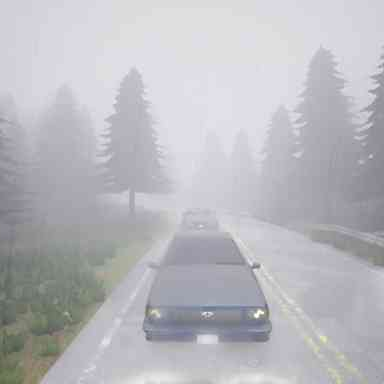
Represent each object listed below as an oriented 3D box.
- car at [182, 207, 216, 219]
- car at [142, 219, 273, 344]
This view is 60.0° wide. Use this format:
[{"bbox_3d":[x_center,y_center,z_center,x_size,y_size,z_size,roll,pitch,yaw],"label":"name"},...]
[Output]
[{"bbox_3d":[0.387,1.584,19.135,1.994,1.385,4.181,0,0,-2],"label":"car"},{"bbox_3d":[0.244,1.557,7.050,2.033,1.411,5.357,0,0,1],"label":"car"}]
